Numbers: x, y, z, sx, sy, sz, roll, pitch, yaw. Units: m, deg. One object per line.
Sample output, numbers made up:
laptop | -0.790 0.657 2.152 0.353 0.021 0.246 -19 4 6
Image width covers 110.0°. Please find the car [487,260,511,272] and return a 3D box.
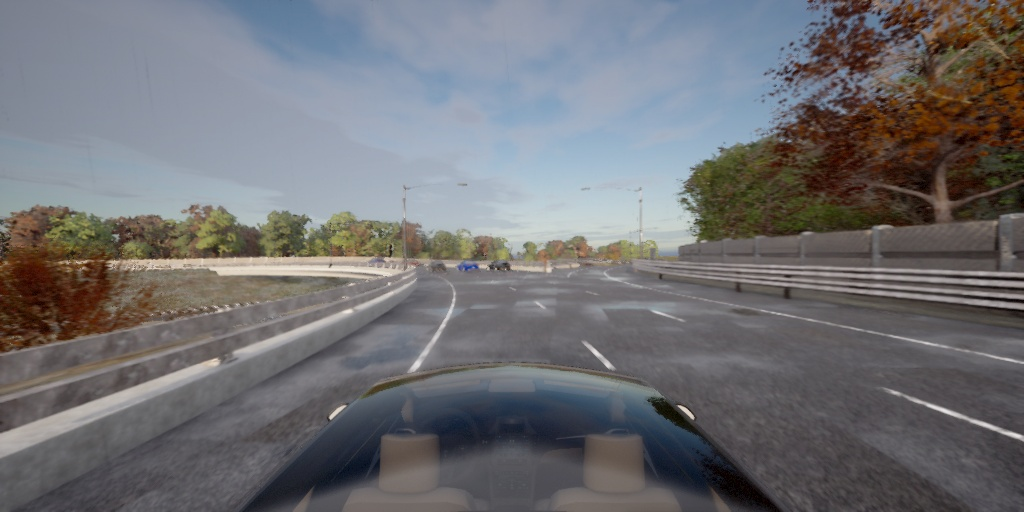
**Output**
car | -1.698 1.284 45.944 1.837 1.490 4.892 -1 0 -22

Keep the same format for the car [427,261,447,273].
car | -10.051 1.442 47.595 1.837 1.490 4.892 -1 0 -25

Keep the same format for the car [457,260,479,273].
car | -5.756 1.333 46.578 1.882 1.535 5.008 -1 0 -24
